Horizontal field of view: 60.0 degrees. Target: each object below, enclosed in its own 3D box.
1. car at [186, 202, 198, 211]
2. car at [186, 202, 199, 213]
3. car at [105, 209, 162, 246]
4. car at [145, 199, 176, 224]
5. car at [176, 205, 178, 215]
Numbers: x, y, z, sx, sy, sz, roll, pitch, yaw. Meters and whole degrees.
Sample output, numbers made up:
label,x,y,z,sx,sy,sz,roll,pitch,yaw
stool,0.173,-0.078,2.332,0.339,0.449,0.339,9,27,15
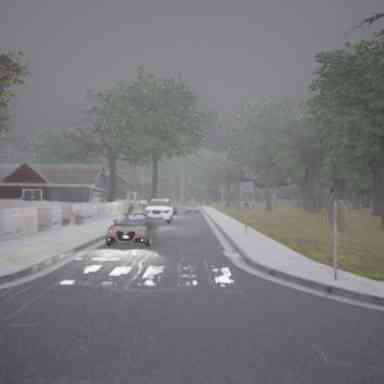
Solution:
label,x,y,z,sx,sy,sz,roll,pitch,yaw
car,0.059,2.445,57.903,1.994,1.385,4.181,1,-1,0
car,0.104,2.319,47.838,1.895,1.301,4.718,1,-1,0
car,-2.827,1.758,16.244,1.994,1.385,4.181,1,-1,0
car,-2.814,1.606,29.045,2.150,2.045,5.566,1,-1,0
car,-2.783,2.064,41.802,1.882,1.535,5.008,1,-1,0
